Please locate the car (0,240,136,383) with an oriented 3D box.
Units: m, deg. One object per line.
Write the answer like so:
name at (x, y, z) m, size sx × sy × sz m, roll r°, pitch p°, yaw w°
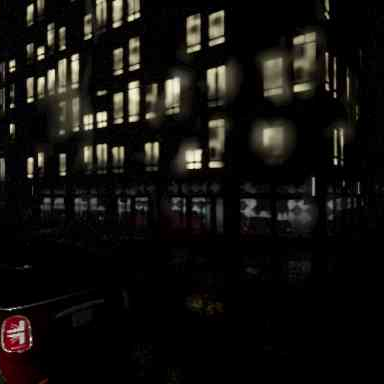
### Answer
car at (-2.812, 1.443, 4.887) m, size 4.097 × 1.590 × 1.967 m, roll 0°, pitch 0°, yaw 36°
